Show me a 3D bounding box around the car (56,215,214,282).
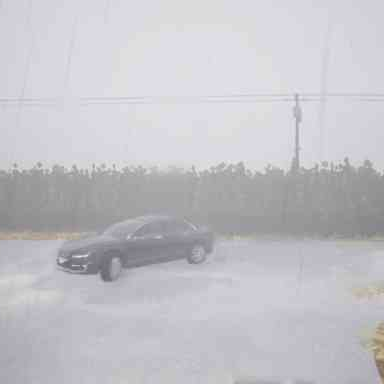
[{"bbox_3d":[-1.460,1.492,9.898,4.892,1.490,1.837,1,-3,-42],"label":"car"}]
